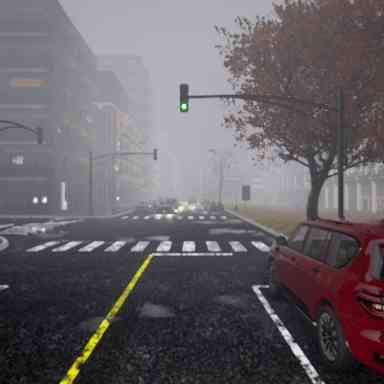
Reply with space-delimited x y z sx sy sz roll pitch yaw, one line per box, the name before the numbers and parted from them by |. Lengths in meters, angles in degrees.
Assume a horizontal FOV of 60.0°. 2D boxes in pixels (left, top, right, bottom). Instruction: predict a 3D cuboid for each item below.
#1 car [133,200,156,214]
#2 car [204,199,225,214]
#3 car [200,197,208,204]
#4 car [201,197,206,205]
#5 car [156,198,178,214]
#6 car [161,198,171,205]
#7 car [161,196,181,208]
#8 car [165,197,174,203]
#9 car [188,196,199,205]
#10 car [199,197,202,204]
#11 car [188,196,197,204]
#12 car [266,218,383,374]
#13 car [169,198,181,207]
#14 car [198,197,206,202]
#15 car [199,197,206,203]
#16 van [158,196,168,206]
car | -5.657 1.761 38.036 2.008 1.369 4.403 0 0 0
car | 2.723 1.755 38.029 1.887 1.381 4.507 0 0 0
car | 2.755 1.984 76.927 1.752 1.417 4.829 0 0 0
car | 2.732 1.805 49.264 1.752 1.417 4.829 0 0 0
car | -3.066 1.766 39.330 2.033 1.411 5.357 0 0 0
car | -5.630 2.003 71.231 1.802 1.307 4.206 0 0 0
car | -3.054 1.633 49.444 2.097 1.767 4.553 0 0 0
car | -5.621 1.936 82.298 1.967 1.590 4.097 0 0 0
car | 0.156 2.008 69.056 1.895 1.301 4.718 0 0 0
car | 2.746 1.967 65.691 1.802 1.307 4.206 0 0 0
car | 0.068 1.829 79.125 2.097 1.767 4.553 0 0 0
car | 2.696 1.345 5.642 2.192 1.841 5.009 0 0 0
car | -3.025 1.824 59.625 1.882 1.535 5.008 0 0 0
car | 2.769 2.124 93.354 2.008 1.369 4.403 0 0 0
car | 2.765 2.079 87.822 1.887 1.381 4.507 0 0 0
van | -5.634 1.727 65.701 1.690 1.788 3.998 0 0 0
